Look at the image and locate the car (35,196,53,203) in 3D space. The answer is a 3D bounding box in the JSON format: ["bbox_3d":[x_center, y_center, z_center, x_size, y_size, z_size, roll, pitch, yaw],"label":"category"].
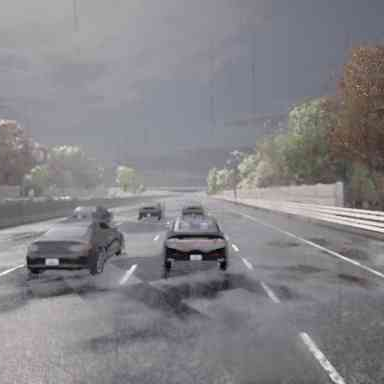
[{"bbox_3d":[-27.982,1.620,63.026,1.837,1.490,4.892,0,0,0],"label":"car"}]

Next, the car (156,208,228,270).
[{"bbox_3d":[0.103,1.508,11.130,2.128,1.511,4.902,0,0,0],"label":"car"}]

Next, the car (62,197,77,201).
[{"bbox_3d":[-24.481,1.670,67.087,2.033,1.411,5.357,0,0,0],"label":"car"}]

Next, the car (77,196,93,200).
[{"bbox_3d":[-20.980,1.608,67.086,1.882,1.535,5.008,0,0,0],"label":"car"}]

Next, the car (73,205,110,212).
[{"bbox_3d":[-6.891,1.586,22.882,2.033,1.411,5.357,0,0,0],"label":"car"}]

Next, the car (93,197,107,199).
[{"bbox_3d":[-17.484,1.735,65.698,1.895,1.301,4.718,0,0,0],"label":"car"}]

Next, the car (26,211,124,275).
[{"bbox_3d":[-3.410,1.541,10.396,1.812,1.442,4.674,0,0,0],"label":"car"}]

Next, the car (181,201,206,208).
[{"bbox_3d":[0.109,1.555,28.535,1.837,1.490,4.892,0,0,0],"label":"car"}]

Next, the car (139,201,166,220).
[{"bbox_3d":[-3.391,1.555,28.536,1.837,1.490,4.892,0,0,0],"label":"car"}]
